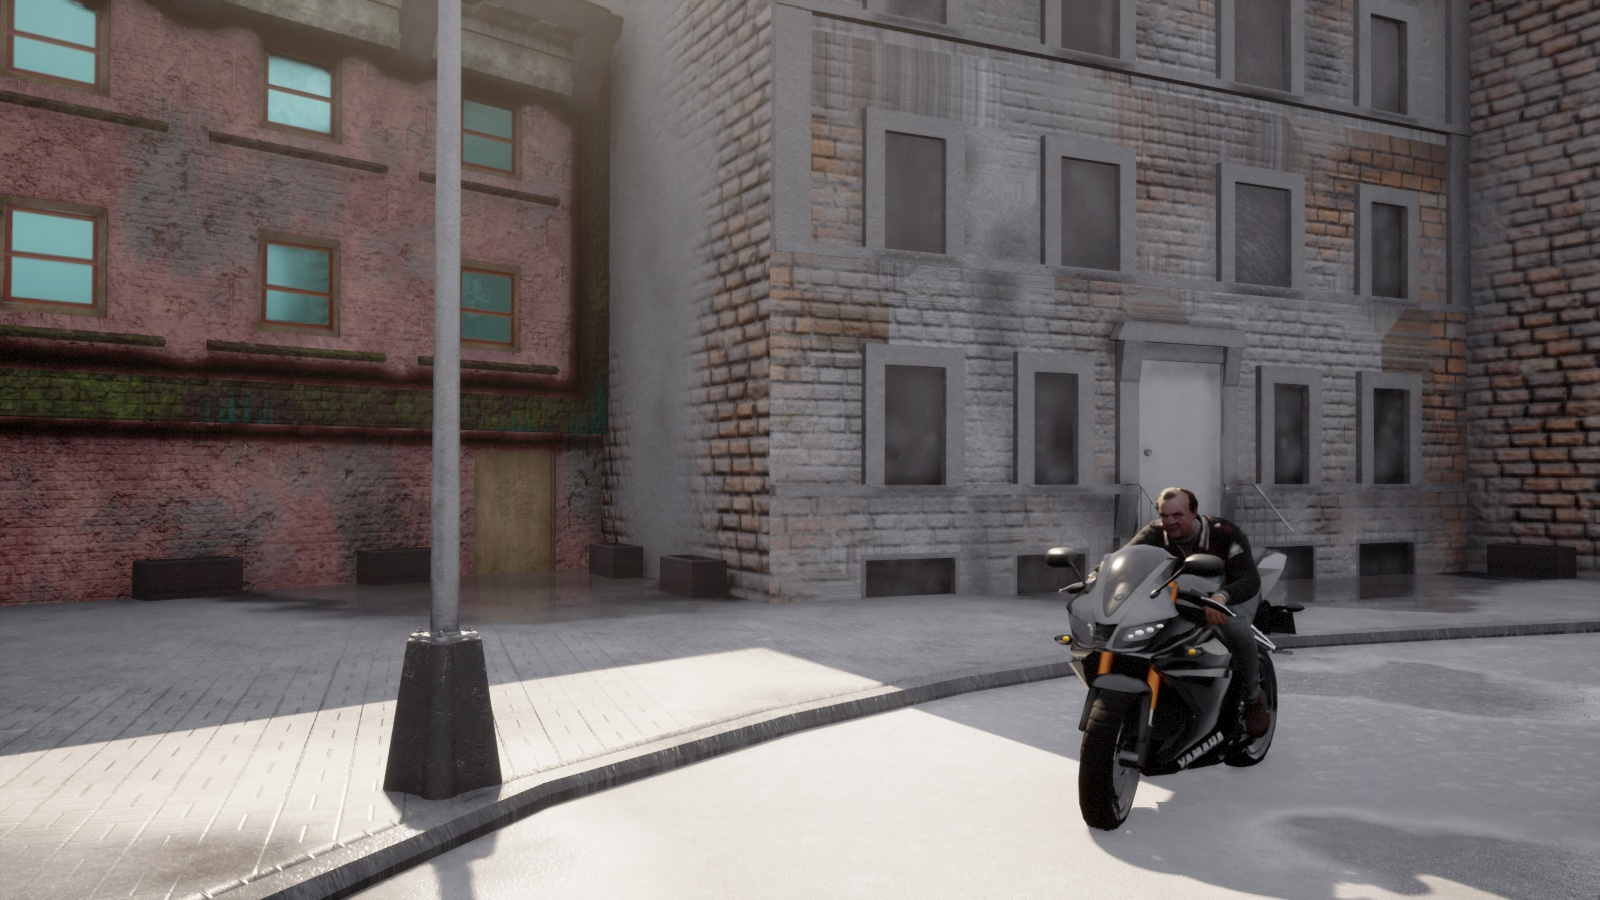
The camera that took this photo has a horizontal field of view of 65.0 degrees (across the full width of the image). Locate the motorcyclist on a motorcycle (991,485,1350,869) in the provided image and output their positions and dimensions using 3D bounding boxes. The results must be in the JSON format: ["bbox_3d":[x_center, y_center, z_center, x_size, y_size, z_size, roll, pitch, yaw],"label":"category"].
[{"bbox_3d":[1.902,0.943,6.181,0.866,1.530,2.191,-1,-2,40],"label":"motorcyclist on a motorcycle"}]
